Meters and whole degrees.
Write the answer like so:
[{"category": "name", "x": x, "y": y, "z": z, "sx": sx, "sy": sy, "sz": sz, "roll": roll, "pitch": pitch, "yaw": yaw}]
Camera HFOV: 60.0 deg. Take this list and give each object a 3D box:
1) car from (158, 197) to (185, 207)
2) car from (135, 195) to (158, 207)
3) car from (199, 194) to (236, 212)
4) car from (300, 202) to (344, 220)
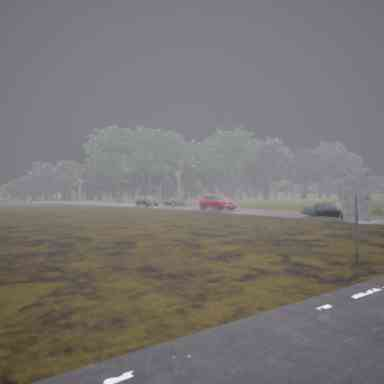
[{"category": "car", "x": -3.127, "y": 1.660, "z": 55.918, "sx": 2.128, "sy": 1.511, "sz": 4.902, "roll": -2, "pitch": 1, "yaw": -35}, {"category": "car", "x": -7.833, "y": 1.611, "z": 57.657, "sx": 2.150, "sy": 2.045, "sz": 5.566, "roll": -2, "pitch": 0, "yaw": -36}, {"category": "car", "x": 3.127, "y": 1.350, "z": 42.235, "sx": 2.150, "sy": 2.045, "sz": 5.566, "roll": -2, "pitch": 1, "yaw": -36}, {"category": "car", "x": 12.311, "y": 1.628, "z": 29.475, "sx": 2.033, "sy": 1.411, "sz": 5.357, "roll": -2, "pitch": 1, "yaw": -36}]
